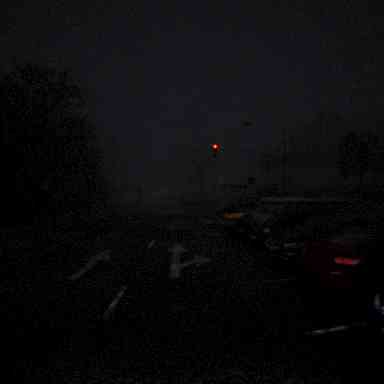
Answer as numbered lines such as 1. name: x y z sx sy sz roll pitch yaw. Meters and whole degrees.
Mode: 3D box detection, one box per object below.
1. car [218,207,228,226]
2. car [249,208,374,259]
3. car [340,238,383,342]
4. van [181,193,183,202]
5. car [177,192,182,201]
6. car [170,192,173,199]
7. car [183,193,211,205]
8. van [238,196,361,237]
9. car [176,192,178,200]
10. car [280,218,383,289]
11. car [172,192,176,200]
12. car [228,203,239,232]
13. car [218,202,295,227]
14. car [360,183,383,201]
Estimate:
1. car: 4.174 1.414 19.779 5.366 1.575 1.946 1 0 -23
2. car: 4.643 1.448 10.794 4.892 1.521 2.231 1 0 -22
3. car: 4.741 1.506 4.752 4.674 1.452 2.002 1 0 -21
4. van: 0.854 1.264 63.519 4.442 1.987 1.878 0 0 -27
5. car: 0.546 1.226 66.542 5.566 2.045 2.435 1 0 -28
6. car: -2.744 1.259 90.350 4.553 1.767 2.185 1 0 -28
7. car: 1.294 1.379 60.574 4.553 1.767 2.185 0 0 -27
8. van: 4.454 1.211 13.767 4.442 1.987 1.878 1 0 -22
9. car: 0.196 1.213 69.559 5.566 2.045 2.435 0 0 -28
10. car: 4.691 1.496 7.776 4.674 1.452 2.002 1 0 -21
11. car: -1.029 1.174 78.489 5.566 2.045 2.435 0 0 -28
12. car: 4.492 1.303 16.843 4.553 1.767 2.185 1 0 -22
13. car: 4.396 1.446 22.832 4.792 1.488 2.163 1 0 -23
14. car: 19.677 0.115 34.199 2.002 1.452 4.674 -7 4 -27
